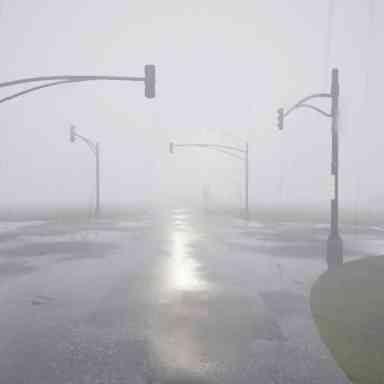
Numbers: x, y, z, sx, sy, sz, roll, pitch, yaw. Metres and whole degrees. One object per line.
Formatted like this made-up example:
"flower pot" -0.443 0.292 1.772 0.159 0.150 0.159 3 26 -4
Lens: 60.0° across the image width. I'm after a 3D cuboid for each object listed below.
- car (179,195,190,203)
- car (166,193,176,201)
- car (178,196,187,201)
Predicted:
"car" -1.630 1.384 69.889 2.097 1.767 4.553 0 0 -3
"car" -4.617 1.013 73.981 2.097 1.767 4.553 0 0 -3
"car" -2.234 1.559 79.963 1.895 1.301 4.718 0 0 -4
